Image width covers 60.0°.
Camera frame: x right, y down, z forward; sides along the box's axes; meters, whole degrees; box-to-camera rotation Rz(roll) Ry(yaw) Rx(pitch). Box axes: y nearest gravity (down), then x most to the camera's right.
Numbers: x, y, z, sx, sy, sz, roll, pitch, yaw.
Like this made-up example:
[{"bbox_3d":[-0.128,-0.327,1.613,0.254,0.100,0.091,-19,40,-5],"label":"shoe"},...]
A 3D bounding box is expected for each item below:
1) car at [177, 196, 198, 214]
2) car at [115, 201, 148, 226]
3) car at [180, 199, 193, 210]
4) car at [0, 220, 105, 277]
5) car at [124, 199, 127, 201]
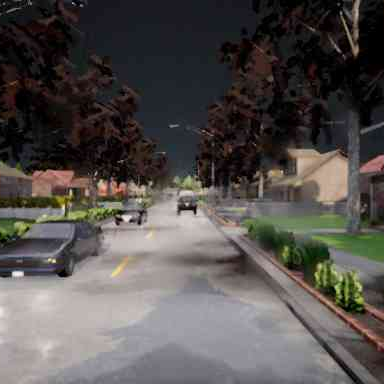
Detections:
[{"bbox_3d":[-0.551,1.470,38.325,2.150,2.045,5.566,0,0,-1],"label":"car"},{"bbox_3d":[-4.491,1.656,25.067,2.128,1.511,4.902,0,0,-1],"label":"car"},{"bbox_3d":[-0.749,1.841,48.586,1.812,1.442,4.674,0,0,0],"label":"car"},{"bbox_3d":[-4.259,1.619,10.728,2.033,1.411,5.357,0,0,-1],"label":"car"},{"bbox_3d":[-17.940,1.835,77.873,5.357,1.415,2.033,0,0,-1],"label":"car"}]
